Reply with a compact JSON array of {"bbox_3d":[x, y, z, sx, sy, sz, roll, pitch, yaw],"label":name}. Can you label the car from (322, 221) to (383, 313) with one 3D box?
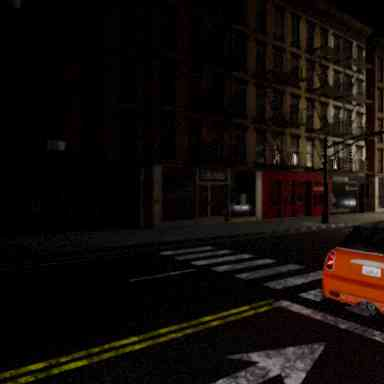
[{"bbox_3d":[4.745,1.353,6.819,4.553,1.767,2.097,0,0,-35],"label":"car"}]
